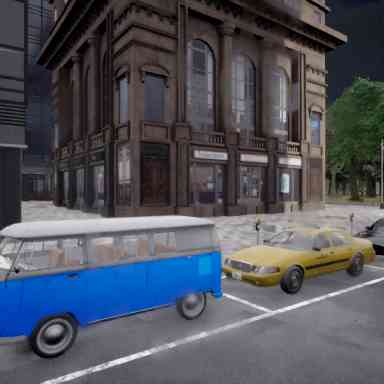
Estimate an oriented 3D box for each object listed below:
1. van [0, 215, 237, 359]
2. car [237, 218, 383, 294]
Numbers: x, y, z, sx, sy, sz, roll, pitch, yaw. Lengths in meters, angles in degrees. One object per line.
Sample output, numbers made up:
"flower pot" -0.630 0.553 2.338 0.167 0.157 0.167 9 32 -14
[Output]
"van" -1.337 1.341 5.695 3.998 1.788 1.690 0 0 -35
"car" 2.954 1.525 8.750 4.829 1.417 1.752 0 0 -35
